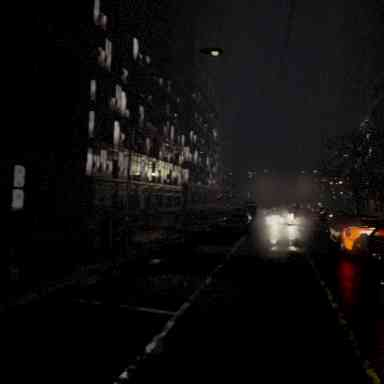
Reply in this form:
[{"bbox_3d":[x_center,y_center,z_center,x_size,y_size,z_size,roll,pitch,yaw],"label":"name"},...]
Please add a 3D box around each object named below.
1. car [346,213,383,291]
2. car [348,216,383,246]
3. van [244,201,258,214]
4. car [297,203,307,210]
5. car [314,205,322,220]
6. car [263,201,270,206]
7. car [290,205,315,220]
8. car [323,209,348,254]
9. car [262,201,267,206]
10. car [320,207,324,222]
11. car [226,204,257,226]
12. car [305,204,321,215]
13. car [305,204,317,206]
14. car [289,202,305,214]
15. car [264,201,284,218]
[{"bbox_3d":[6.267,1.714,9.831,2.097,1.767,4.553,2,-1,14],"label":"car"},{"bbox_3d":[10.587,2.221,19.527,1.802,1.307,4.206,2,-1,14],"label":"car"},{"bbox_3d":[6.722,1.969,38.157,1.690,1.788,3.998,2,0,14],"label":"van"},{"bbox_3d":[24.704,3.219,74.665,1.887,1.381,4.507,2,0,14],"label":"car"},{"bbox_3d":[14.822,2.513,36.068,2.008,1.369,4.403,2,0,14],"label":"car"},{"bbox_3d":[20.828,3.212,93.295,1.802,1.307,4.206,3,0,14],"label":"car"},{"bbox_3d":[12.600,2.483,38.123,1.895,1.301,4.718,2,0,15],"label":"car"},{"bbox_3d":[7.754,1.832,15.642,2.097,1.767,4.553,2,-1,14],"label":"car"},{"bbox_3d":[19.418,3.079,87.781,1.887,1.381,4.507,3,0,14],"label":"car"},{"bbox_3d":[13.411,2.408,30.555,2.008,1.369,4.403,2,0,14],"label":"car"},{"bbox_3d":[3.889,1.965,27.127,2.008,1.369,4.403,2,-1,14],"label":"car"},{"bbox_3d":[19.061,2.711,52.610,1.967,1.590,4.097,2,0,14],"label":"car"},{"bbox_3d":[17.650,2.609,47.097,1.967,1.590,4.097,2,0,14],"label":"car"},{"bbox_3d":[15.501,2.658,49.563,1.994,1.385,4.181,2,0,14],"label":"car"},{"bbox_3d":[10.386,2.291,41.661,1.882,1.535,5.008,2,0,14],"label":"car"}]
